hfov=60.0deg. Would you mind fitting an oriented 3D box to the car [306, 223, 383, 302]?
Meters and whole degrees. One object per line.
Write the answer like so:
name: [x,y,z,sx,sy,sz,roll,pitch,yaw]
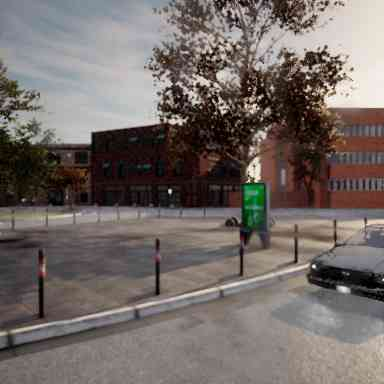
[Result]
car: [5.021,1.517,8.207,5.357,1.411,2.033,0,0,-39]
